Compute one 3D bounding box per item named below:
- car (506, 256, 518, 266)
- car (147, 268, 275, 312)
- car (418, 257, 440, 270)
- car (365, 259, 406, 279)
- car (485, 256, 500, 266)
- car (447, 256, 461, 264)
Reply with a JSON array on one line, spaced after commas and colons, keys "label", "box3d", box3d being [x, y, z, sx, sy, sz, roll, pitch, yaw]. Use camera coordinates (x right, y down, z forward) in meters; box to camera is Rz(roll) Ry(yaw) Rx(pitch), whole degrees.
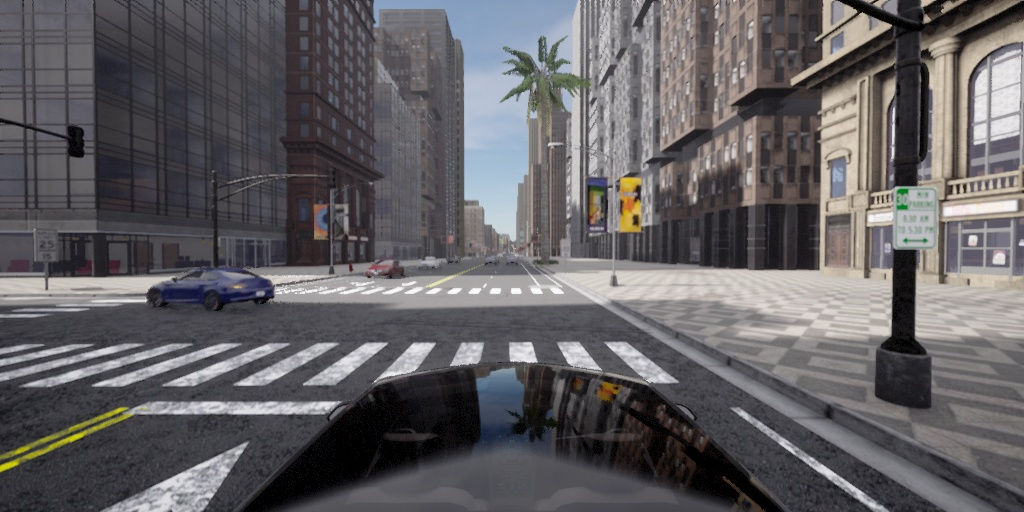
[{"label": "car", "box3d": [0.011, 0.737, 55.770, 2.033, 1.411, 5.357, 0, 1, 0]}, {"label": "car", "box3d": [-11.064, 1.149, 13.267, 4.674, 1.442, 1.812, 0, 0, 16]}, {"label": "car", "box3d": [-9.828, 0.838, 42.892, 1.812, 1.442, 4.674, 0, 1, 0]}, {"label": "car", "box3d": [-9.839, 0.988, 28.277, 1.812, 1.442, 4.674, 0, 1, 0]}, {"label": "car", "box3d": [-3.239, 0.737, 55.771, 2.033, 1.411, 5.357, 0, 1, 0]}, {"label": "car", "box3d": [-9.738, 0.709, 60.779, 1.837, 1.490, 4.892, 0, 1, 0]}]
